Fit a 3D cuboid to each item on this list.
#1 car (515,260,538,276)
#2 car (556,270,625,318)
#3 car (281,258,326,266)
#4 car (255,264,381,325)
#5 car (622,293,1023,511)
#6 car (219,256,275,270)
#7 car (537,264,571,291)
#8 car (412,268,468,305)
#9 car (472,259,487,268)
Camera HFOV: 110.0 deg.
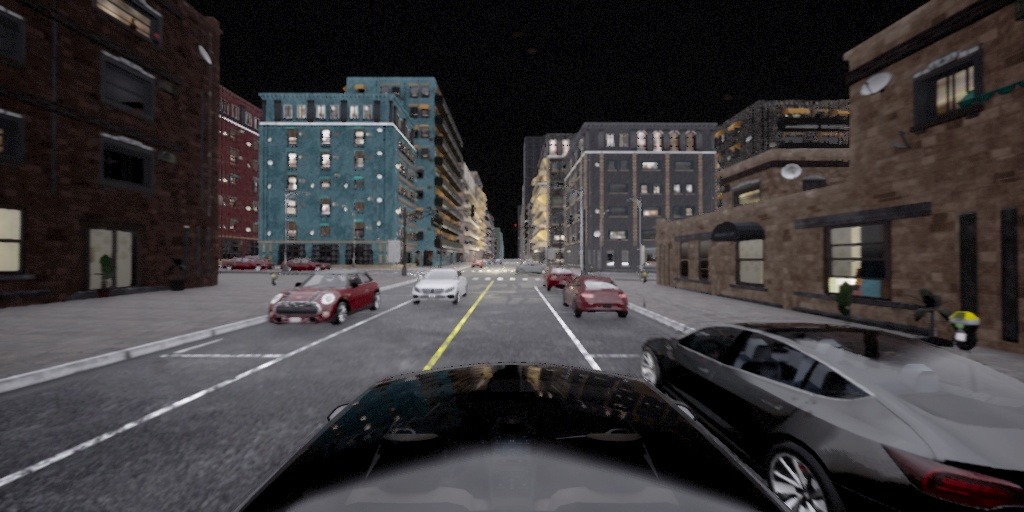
[{"bbox_3d":[2.387,1.385,38.020,4.181,1.385,1.994,1,0,-1],"label":"car"},{"bbox_3d":[2.819,1.330,12.723,1.802,1.307,4.207,0,0,0],"label":"car"},{"bbox_3d":[-20.016,0.909,35.037,4.507,1.381,1.888,0,0,-1],"label":"car"},{"bbox_3d":[-5.821,1.188,11.621,1.967,1.591,4.097,0,0,0],"label":"car"},{"bbox_3d":[2.821,1.315,3.721,1.948,1.339,4.313,0,0,0],"label":"car"},{"bbox_3d":[-25.697,0.802,35.060,4.507,1.381,1.888,0,0,-1],"label":"car"},{"bbox_3d":[2.817,1.292,21.725,1.888,1.381,4.507,0,0,0],"label":"car"},{"bbox_3d":[-3.089,1.273,16.196,1.812,1.442,4.674,0,0,0],"label":"car"},{"bbox_3d":[-5.791,1.300,60.416,1.888,1.381,4.507,0,0,0],"label":"car"}]
